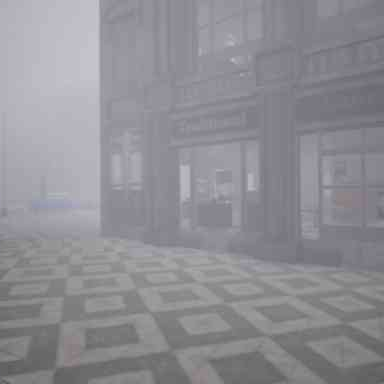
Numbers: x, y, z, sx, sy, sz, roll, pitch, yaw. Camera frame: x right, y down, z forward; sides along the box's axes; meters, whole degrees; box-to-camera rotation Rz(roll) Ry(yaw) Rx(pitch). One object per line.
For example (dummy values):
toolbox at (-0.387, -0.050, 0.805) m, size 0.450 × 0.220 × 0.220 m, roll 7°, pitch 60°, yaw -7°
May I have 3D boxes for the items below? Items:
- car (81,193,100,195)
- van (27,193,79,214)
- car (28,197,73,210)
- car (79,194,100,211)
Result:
car at (-13.415, 1.032, 43.118) m, size 2.192 × 1.841 × 5.009 m, roll 0°, pitch 0°, yaw 35°
van at (-12.504, 1.004, 29.646) m, size 1.690 × 1.788 × 3.998 m, roll 0°, pitch 0°, yaw 35°
car at (-16.468, 1.277, 38.800) m, size 1.887 × 1.381 × 4.507 m, roll 0°, pitch 0°, yaw 35°
car at (-9.376, 1.214, 34.064) m, size 1.947 × 1.339 × 4.313 m, roll 0°, pitch 0°, yaw 35°
